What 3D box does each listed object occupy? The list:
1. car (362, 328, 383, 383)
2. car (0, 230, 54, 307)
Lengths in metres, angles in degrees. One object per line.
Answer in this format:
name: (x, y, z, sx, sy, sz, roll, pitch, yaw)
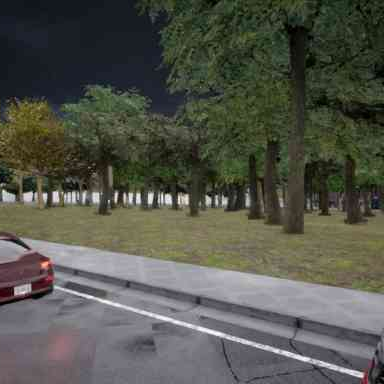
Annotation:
car: (3.644, 1.222, 1.086, 5.566, 2.045, 2.150, 0, 0, 35)
car: (-4.807, 1.524, 7.101, 4.674, 1.442, 1.812, 0, 0, 35)
